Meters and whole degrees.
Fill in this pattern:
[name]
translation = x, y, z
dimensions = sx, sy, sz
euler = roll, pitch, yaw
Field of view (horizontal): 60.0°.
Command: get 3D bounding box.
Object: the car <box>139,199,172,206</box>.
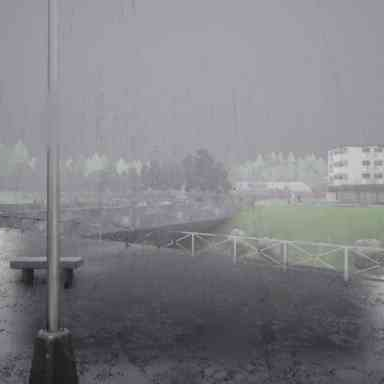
[car]
translation = -4.734, 1.601, 43.627
dimensions = 1.895, 1.301, 4.718
euler = 0, 0, 36
